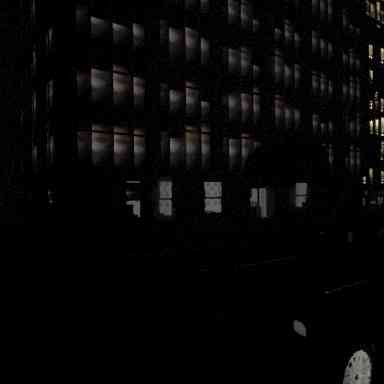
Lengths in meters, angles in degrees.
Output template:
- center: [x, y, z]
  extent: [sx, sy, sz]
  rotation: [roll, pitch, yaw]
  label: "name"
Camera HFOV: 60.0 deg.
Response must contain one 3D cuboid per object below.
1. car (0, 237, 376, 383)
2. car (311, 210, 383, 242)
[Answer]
- center: [-0.159, 1.477, 3.204]
  extent: [5.008, 1.535, 1.882]
  rotation: [0, 0, -35]
  label: "car"
- center: [7.474, 1.542, 15.764]
  extent: [4.507, 1.381, 1.887]
  rotation: [0, -1, -35]
  label: "car"
